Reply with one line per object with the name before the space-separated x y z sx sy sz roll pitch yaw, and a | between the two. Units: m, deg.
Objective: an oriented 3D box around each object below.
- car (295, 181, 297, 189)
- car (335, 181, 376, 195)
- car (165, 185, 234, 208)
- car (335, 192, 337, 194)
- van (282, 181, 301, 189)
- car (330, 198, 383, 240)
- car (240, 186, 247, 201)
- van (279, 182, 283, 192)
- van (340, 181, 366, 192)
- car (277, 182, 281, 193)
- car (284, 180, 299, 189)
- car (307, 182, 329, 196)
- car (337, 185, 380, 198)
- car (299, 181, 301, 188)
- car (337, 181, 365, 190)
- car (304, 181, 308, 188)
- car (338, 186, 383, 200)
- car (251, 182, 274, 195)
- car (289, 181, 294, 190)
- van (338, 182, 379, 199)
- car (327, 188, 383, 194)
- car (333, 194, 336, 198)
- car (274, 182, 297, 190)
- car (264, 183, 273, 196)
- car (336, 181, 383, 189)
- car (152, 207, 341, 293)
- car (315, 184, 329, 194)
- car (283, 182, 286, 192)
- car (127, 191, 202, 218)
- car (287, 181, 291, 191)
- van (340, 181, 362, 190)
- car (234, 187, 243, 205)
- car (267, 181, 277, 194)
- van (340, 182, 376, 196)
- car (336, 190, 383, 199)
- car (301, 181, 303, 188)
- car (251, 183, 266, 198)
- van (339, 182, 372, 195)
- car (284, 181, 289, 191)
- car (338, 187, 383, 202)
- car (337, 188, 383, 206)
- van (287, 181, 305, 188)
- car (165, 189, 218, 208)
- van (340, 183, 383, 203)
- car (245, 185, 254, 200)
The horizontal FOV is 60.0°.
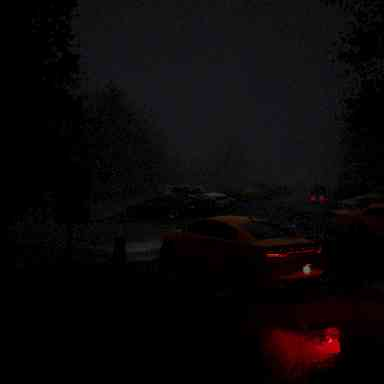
car | 18.203 -1.040 67.802 4.892 1.521 2.231 1 2 24
car | 25.595 -0.683 52.277 5.566 2.045 2.435 1 2 24
car | 0.209 0.440 27.227 5.566 2.045 2.435 1 3 24
car | 12.130 0.944 21.937 4.674 1.452 2.002 1 3 24
van | 24.864 -1.859 83.049 4.442 1.987 1.878 1 2 24
car | 8.804 1.265 14.463 5.008 1.535 2.097 1 3 24
car | 2.443 0.447 32.317 4.892 1.521 2.231 1 3 24
van | 11.555 -0.674 52.531 4.442 1.987 1.878 1 2 24
van | 31.401 -1.151 64.983 4.442 1.987 1.878 1 2 24
car | 10.348 -0.322 50.041 4.792 1.488 2.163 1 2 24
car | 19.167 -1.146 70.409 5.366 1.575 1.946 1 2 24
car | 18.125 -0.240 47.571 2.128 1.511 4.902 1 2 24
car | 22.253 -0.137 44.684 5.008 1.535 2.097 1 2 24
car | 21.561 -1.463 75.413 4.553 1.767 2.185 1 2 24
car | 34.642 -1.473 72.630 5.566 2.045 2.435 1 2 24
car | 26.123 -1.981 85.525 5.566 2.045 2.435 1 2 24
car | 20.027 0.098 39.619 4.792 1.488 2.163 1 3 24
car | 8.062 -0.146 44.984 4.892 1.521 2.231 1 3 24
car | 15.786 -0.850 62.804 5.366 1.575 1.946 1 2 24
van | 21.018 -0.263 42.177 4.442 1.987 1.878 1 3 24
car | 13.087 0.776 24.538 5.366 1.575 1.946 1 3 24
car | 10.981 1.056 19.419 4.792 1.488 2.163 1 3 24
car | 20.434 -1.364 72.877 4.553 1.767 2.185 1 2 24
car | 7.113 -0.036 42.379 5.366 1.575 1.946 1 3 24
car | 15.531 0.287 29.496 5.566 2.045 2.435 1 3 24
car | 0.954 1.351 8.625 1.882 1.535 5.008 2 -1 -32
car | 22.305 -0.619 56.974 1.882 1.535 5.008 1 2 24
car | 12.548 -0.520 55.136 4.792 1.488 2.163 1 2 24
car | -2.097 0.965 22.196 4.792 1.488 2.163 1 3 24
car | 14.802 -0.717 60.206 4.792 1.488 2.163 1 2 24
van | 35.899 -1.544 75.102 4.442 1.987 1.878 1 2 24
car | 1.480 0.568 29.710 5.366 1.575 1.946 1 3 24
car | 9.224 -0.376 47.501 4.553 1.767 2.185 1 3 24
van | 23.479 -0.459 47.160 4.442 1.987 1.878 1 2 24
car | 9.962 1.018 16.972 4.553 1.767 2.185 1 3 24
car | 22.712 -1.435 77.943 5.008 1.535 2.097 1 2 24
car | 5.697 0.069 40.107 5.366 1.575 1.946 1 3 24
van | 24.390 -0.561 49.784 4.442 1.987 1.878 1 2 24
car | 13.675 -0.619 57.671 4.792 1.488 2.163 1 2 24
car | 18.955 0.203 37.209 4.792 1.488 2.163 1 3 24
car | 16.603 0.444 32.061 4.792 1.488 2.163 1 3 24
van | 28.238 -2.080 90.643 4.442 1.987 1.878 1 2 24
car | -0.938 0.813 24.714 5.008 1.535 2.097 1 3 24
van | 17.910 0.066 34.632 4.442 1.987 1.878 1 3 24
car | 3.395 0.317 34.928 5.366 1.575 1.946 1 3 24
